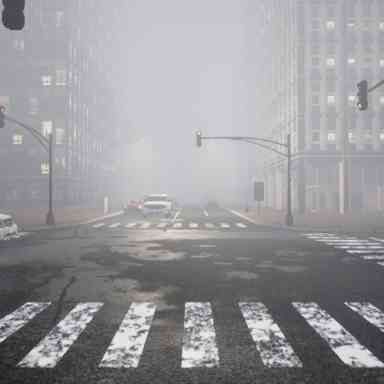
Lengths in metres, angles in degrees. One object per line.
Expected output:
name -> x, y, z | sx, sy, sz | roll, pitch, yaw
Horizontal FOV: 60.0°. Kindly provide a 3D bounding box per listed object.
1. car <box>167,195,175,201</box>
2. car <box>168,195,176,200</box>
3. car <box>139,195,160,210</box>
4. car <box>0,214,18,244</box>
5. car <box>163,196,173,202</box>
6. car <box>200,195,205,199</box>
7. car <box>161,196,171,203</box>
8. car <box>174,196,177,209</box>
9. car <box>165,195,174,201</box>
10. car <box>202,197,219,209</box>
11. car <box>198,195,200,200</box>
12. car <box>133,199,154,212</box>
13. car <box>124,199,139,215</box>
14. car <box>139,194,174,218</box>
car -> -5.666, 1.587, 89.500 | 2.008, 1.369, 4.403 | 1, 0, 0
car -> -5.666, 1.605, 95.075 | 1.947, 1.339, 4.313 | 1, 0, 0
car -> -5.666, 1.332, 44.898 | 2.192, 1.841, 5.009 | 1, 0, 0
car -> -9.990, 1.201, 13.039 | 5.566, 2.045, 2.150 | 0, 0, -7
car -> -5.667, 1.582, 78.349 | 2.008, 1.369, 4.403 | 1, 0, 0
car -> 2.711, 1.547, 56.285 | 1.752, 1.417, 4.829 | 1, 0, 0
car -> -5.668, 1.573, 72.774 | 1.887, 1.381, 4.507 | 1, 0, 0
car -> -3.093, 1.541, 40.235 | 1.812, 1.442, 4.674 | 0, 0, 0
car -> -5.666, 1.578, 83.924 | 1.887, 1.381, 4.507 | 1, 0, 0
car -> 2.708, 1.599, 44.959 | 1.802, 1.307, 4.206 | 1, 0, 0
car -> 2.711, 1.590, 61.692 | 1.947, 1.339, 4.313 | 1, 0, 0
car -> -5.673, 1.597, 39.323 | 1.802, 1.307, 4.206 | 1, 0, 0
car -> -5.670, 1.453, 33.748 | 1.967, 1.590, 4.097 | 1, 0, 0
car -> -3.094, 1.233, 30.313 | 2.150, 2.045, 5.566 | 0, 0, 0
